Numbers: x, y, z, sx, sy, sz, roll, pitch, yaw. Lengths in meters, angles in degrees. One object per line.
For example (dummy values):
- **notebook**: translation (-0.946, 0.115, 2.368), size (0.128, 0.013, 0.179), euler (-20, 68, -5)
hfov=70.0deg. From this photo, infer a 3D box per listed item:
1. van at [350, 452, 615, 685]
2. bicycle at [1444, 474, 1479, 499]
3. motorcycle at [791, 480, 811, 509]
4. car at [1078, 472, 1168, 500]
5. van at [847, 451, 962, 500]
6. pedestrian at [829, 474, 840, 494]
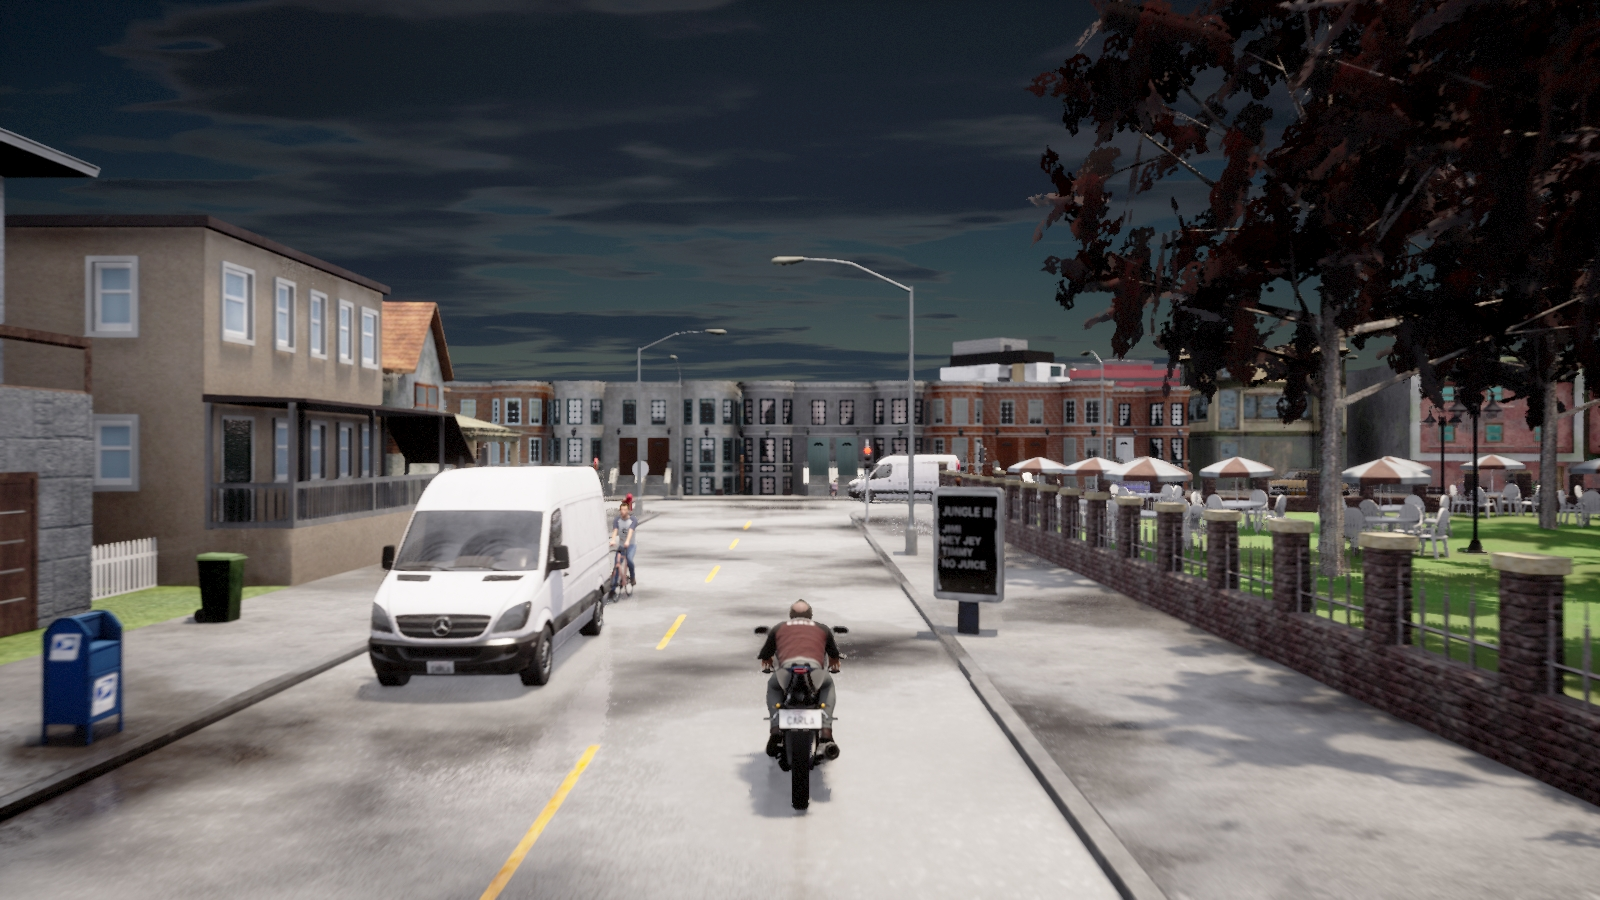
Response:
- **van**: translation (-3.987, 1.315, 15.598), size (1.988, 2.561, 5.915), euler (0, 0, 0)
- **bicycle**: translation (35.025, 1.937, 60.519), size (1.643, 1.296, 0.373), euler (0, 0, 1)
- **motorcycle**: translation (0.055, 1.986, 51.449), size (0.867, 1.251, 2.209), euler (0, 0, 0)
- **car**: translation (17.098, 1.901, 60.596), size (4.181, 1.385, 1.994), euler (0, 0, 0)
- **van**: translation (5.478, 1.316, 60.621), size (5.915, 2.561, 1.988), euler (0, 0, 0)
- **pedestrian**: translation (1.923, 1.906, 63.779), size (0.500, 1.100, 0.500), euler (0, 0, -23)
